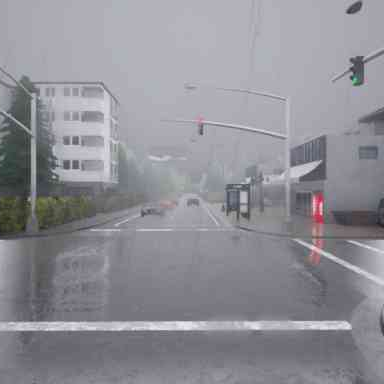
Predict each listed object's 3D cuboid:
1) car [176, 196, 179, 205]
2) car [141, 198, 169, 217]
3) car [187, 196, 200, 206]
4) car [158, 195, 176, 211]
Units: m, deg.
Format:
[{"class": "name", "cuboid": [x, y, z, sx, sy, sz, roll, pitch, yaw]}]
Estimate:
[{"class": "car", "cuboid": [-3.371, 1.351, 57.601, 2.097, 1.767, 4.553, 0, 0, 0]}, {"class": "car", "cuboid": [-3.530, 1.564, 31.042, 1.994, 1.385, 4.181, 0, 0, 0]}, {"class": "car", "cuboid": [0.236, 1.505, 54.213, 1.837, 1.490, 4.892, 0, 0, 1]}, {"class": "car", "cuboid": [-3.501, 1.352, 40.797, 2.097, 1.767, 4.553, 0, 0, 0]}]
